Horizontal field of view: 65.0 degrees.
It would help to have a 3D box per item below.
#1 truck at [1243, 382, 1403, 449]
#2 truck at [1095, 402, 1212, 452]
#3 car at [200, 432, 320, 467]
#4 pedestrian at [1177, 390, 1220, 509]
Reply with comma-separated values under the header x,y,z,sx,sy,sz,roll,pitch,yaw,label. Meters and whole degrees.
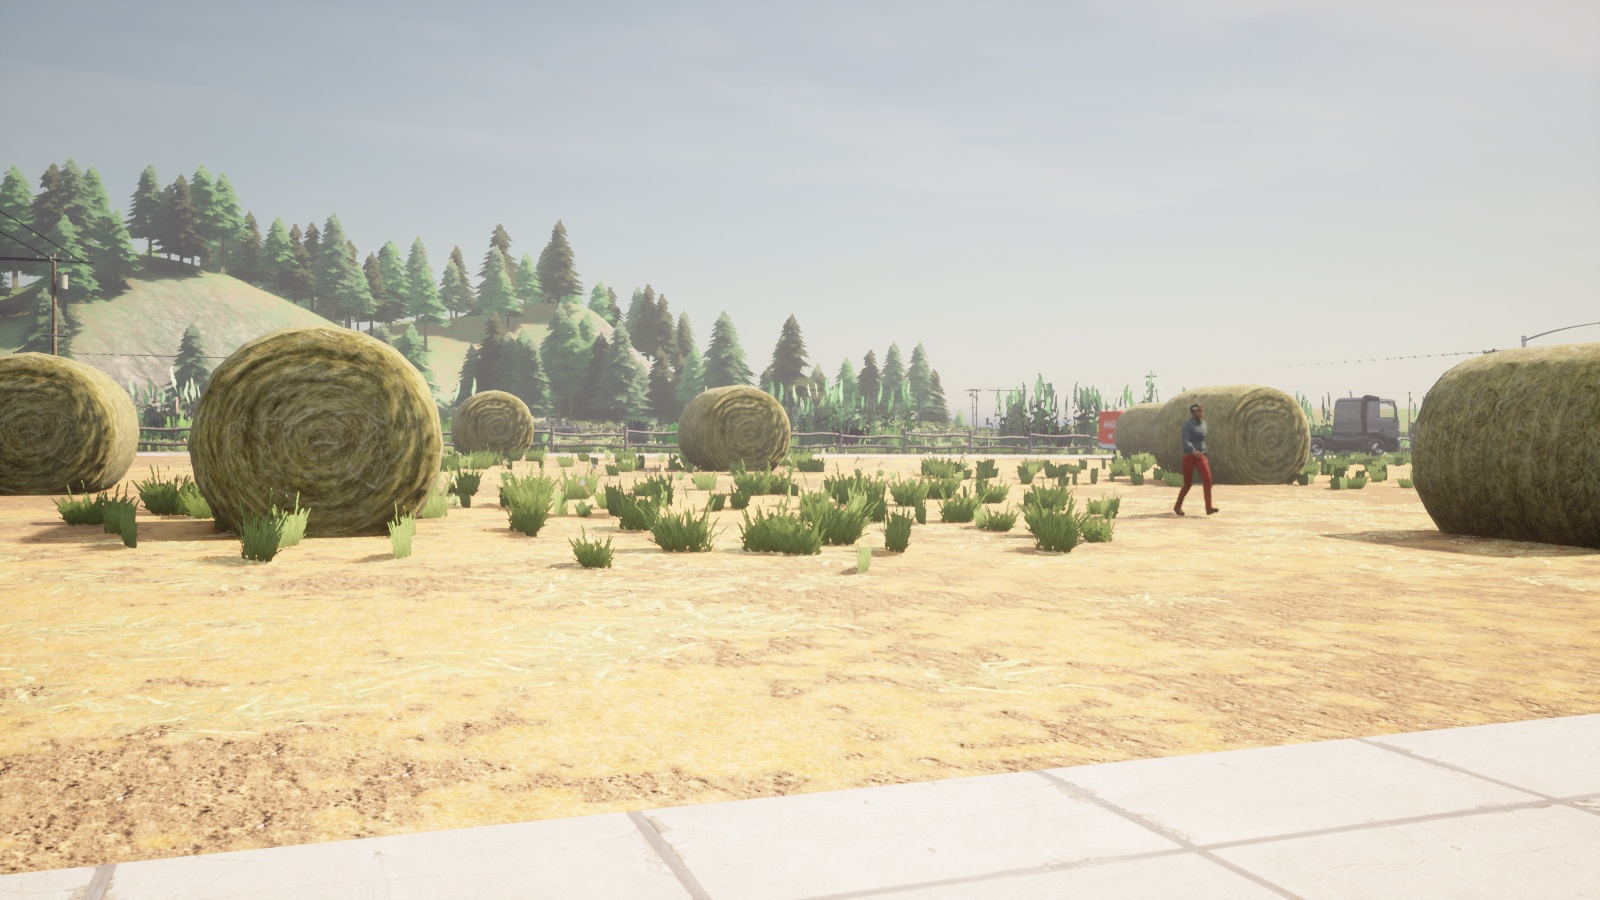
x,y,z,sx,sy,sz,roll,pitch,yaw,label
28.183,-1.856,67.654,7.936,3.462,2.891,-1,1,-17,truck
18.164,-1.188,64.598,5.204,2.467,2.627,-1,1,-17,truck
-23.767,-0.026,55.474,4.674,1.442,1.812,-1,1,-17,car
6.253,-0.012,19.738,0.353,1.847,0.614,-1,1,-17,pedestrian
